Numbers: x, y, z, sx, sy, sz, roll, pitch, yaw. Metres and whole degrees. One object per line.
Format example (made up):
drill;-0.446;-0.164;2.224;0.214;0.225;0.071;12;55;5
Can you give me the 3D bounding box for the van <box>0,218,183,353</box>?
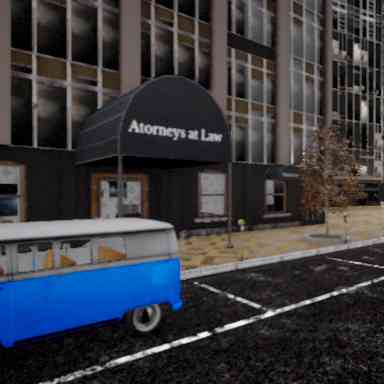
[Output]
van;-2.064;1.341;5.087;3.998;1.788;1.690;0;0;-36
